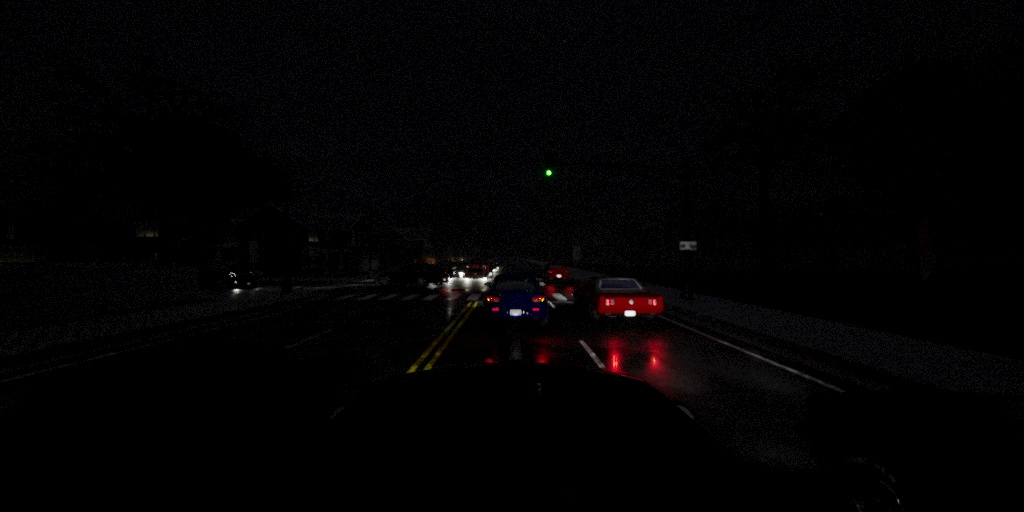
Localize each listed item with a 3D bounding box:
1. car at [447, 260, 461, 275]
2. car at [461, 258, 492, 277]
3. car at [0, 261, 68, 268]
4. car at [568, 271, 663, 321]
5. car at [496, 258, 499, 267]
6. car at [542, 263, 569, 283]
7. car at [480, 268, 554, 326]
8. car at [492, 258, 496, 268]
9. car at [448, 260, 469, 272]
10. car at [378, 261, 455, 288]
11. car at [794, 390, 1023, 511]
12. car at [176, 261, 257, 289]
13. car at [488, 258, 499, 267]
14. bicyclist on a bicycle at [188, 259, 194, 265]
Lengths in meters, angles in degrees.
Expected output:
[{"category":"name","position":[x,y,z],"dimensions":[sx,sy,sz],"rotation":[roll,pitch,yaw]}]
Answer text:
[{"category":"car","position":[-6.602,1.212,35.662],"dimensions":[1.837,1.490,4.892],"rotation":[0,0,0]},{"category":"car","position":[-3.353,1.060,35.129],"dimensions":[2.097,1.767,4.553],"rotation":[0,0,0]},{"category":"car","position":[-28.462,1.126,21.781],"dimensions":[4.553,1.767,2.097],"rotation":[0,0,0]},{"category":"car","position":[3.346,1.340,12.365],"dimensions":[1.895,1.301,4.718],"rotation":[0,0,0]},{"category":"car","position":[-3.324,1.199,53.776],"dimensions":[1.812,1.442,4.674],"rotation":[0,0,1]},{"category":"car","position":[3.346,1.246,27.769],"dimensions":[1.812,1.442,4.674],"rotation":[0,0,0]},{"category":"car","position":[0.096,1.266,11.456],"dimensions":[1.812,1.442,4.674],"rotation":[0,0,0]},{"category":"car","position":[-3.349,1.256,43.773],"dimensions":[1.994,1.385,4.181],"rotation":[0,0,0]},{"category":"car","position":[-6.596,1.254,44.572],"dimensions":[1.994,1.385,4.181],"rotation":[0,0,0]},{"category":"car","position":[-6.522,1.232,23.547],"dimensions":[4.892,1.490,1.837],"rotation":[0,-2,22]},{"category":"car","position":[3.351,1.352,0.896],"dimensions":[1.895,1.301,4.718],"rotation":[0,0,0]},{"category":"car","position":[-18.217,1.109,21.763],"dimensions":[4.553,1.767,2.097],"rotation":[0,0,0]},{"category":"car","position":[-3.257,1.159,63.881],"dimensions":[1.837,1.490,4.892],"rotation":[0,0,0]},{"category":"bicyclist on a bicycle","position":[-24.642,1.061,27.624],"dimensions":[0.582,1.620,1.656],"rotation":[0,0,0]}]
